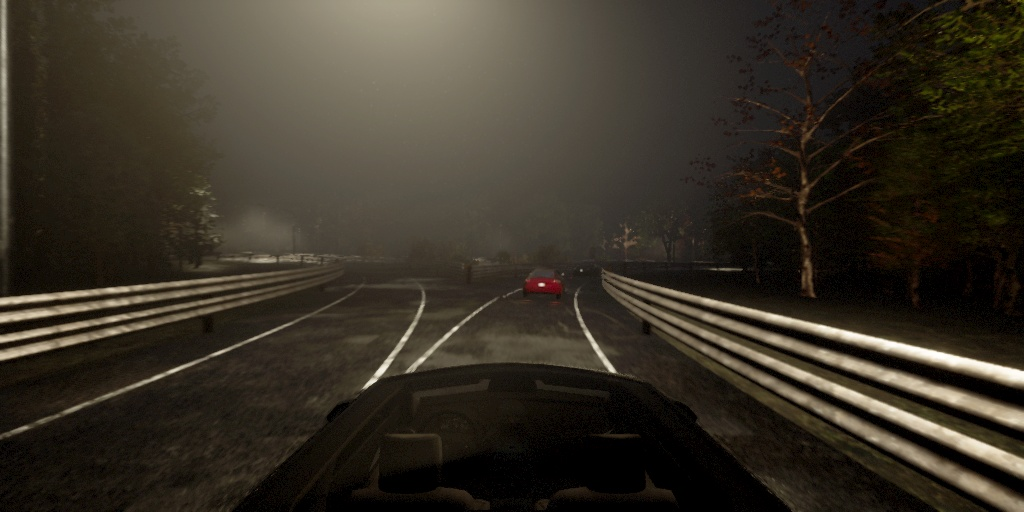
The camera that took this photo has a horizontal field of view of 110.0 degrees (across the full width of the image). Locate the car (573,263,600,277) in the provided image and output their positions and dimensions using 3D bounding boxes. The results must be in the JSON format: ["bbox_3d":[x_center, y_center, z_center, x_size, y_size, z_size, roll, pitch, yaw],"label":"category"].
[{"bbox_3d":[8.014,1.464,38.350,1.994,1.385,4.181,0,0,28],"label":"car"}]

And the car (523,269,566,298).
[{"bbox_3d":[1.826,1.361,19.165,1.994,1.385,4.181,1,0,12],"label":"car"}]
